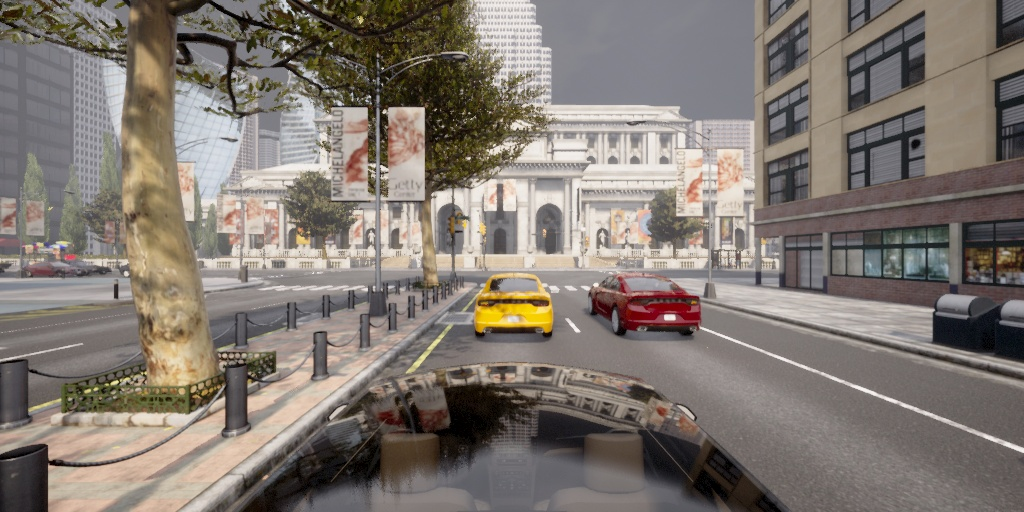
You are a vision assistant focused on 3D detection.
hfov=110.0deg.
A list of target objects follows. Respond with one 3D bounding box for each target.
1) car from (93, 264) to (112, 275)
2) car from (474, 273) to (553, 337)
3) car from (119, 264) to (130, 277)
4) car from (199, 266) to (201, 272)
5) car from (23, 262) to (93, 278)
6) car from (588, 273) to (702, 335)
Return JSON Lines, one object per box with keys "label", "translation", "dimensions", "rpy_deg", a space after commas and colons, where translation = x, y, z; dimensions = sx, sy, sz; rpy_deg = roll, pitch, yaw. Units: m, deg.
{"label": "car", "translation": [-45.304, 1.290, 37.460], "dimensions": [5.357, 1.411, 2.033], "rpy_deg": [0, 0, 0]}
{"label": "car", "translation": [0.055, 1.226, 10.338], "dimensions": [1.882, 1.535, 5.008], "rpy_deg": [0, 0, 0]}
{"label": "car", "translation": [-34.182, 1.248, 34.000], "dimensions": [4.892, 1.490, 1.837], "rpy_deg": [0, 0, 0]}
{"label": "car", "translation": [-35.480, 1.220, 37.499], "dimensions": [5.008, 1.535, 1.882], "rpy_deg": [0, 0, 0]}
{"label": "car", "translation": [-43.381, 1.269, 33.967], "dimensions": [4.674, 1.442, 1.812], "rpy_deg": [0, 0, -1]}
{"label": "car", "translation": [3.557, 1.226, 10.517], "dimensions": [1.882, 1.535, 5.008], "rpy_deg": [0, 0, 0]}
